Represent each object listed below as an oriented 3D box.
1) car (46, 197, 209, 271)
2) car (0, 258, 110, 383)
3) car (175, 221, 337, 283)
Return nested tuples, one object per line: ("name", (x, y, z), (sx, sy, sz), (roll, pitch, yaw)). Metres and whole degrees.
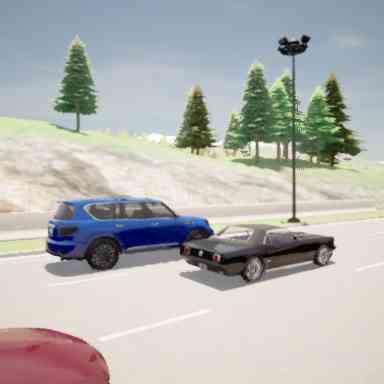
("car", (-1.826, 1.190, 11.043), (5.566, 2.045, 2.150), (0, 0, -36))
("car", (-2.748, 1.534, 1.785), (4.674, 1.442, 1.812), (-1, 0, -36))
("car", (2.089, 1.554, 9.536), (4.718, 1.301, 1.895), (0, 0, -36))
